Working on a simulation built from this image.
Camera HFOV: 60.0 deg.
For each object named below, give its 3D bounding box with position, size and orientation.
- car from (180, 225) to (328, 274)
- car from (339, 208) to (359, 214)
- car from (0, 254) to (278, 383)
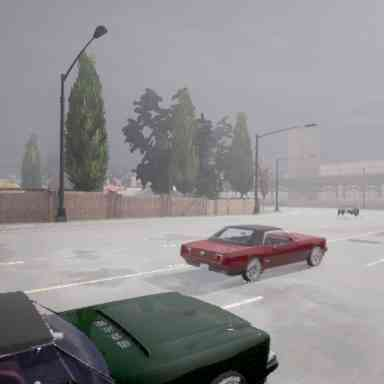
[{"bbox_3d":[2.033,1.634,9.838,4.718,1.301,1.895,1,0,-39],"label":"car"},{"bbox_3d":[17.763,2.014,37.674,1.994,1.385,4.181,0,-2,33],"label":"car"},{"bbox_3d":[-1.464,1.600,2.767,4.718,1.301,1.895,0,0,-36],"label":"car"}]
